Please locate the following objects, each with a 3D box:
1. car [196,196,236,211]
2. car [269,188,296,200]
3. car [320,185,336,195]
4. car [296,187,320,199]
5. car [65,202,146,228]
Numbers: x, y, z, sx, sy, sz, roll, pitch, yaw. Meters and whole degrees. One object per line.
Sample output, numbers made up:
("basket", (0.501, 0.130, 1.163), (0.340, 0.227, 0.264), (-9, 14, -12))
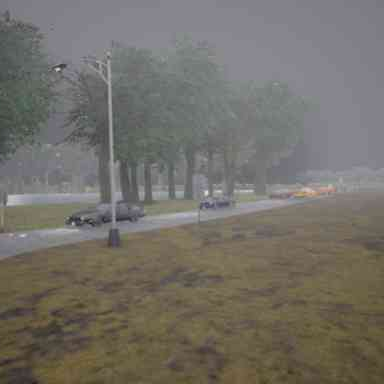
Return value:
("car", (2.334, 1.056, 31.990), (1.895, 1.301, 4.718), (-2, 1, 35))
("car", (12.228, 0.292, 45.900), (1.882, 1.535, 5.008), (-2, 1, 36))
("car", (22.466, -0.438, 55.409), (2.097, 1.767, 4.553), (-2, 1, 36))
("car", (15.563, 0.160, 45.605), (1.882, 1.535, 5.008), (-2, 1, 35))
("car", (-5.277, 1.372, 21.219), (2.033, 1.411, 5.357), (-2, 0, 35))
